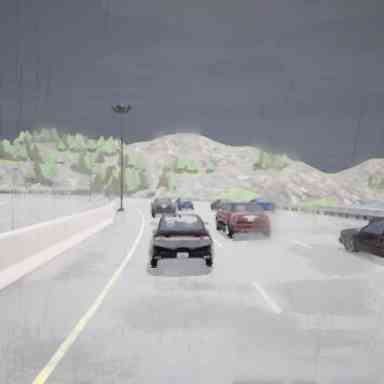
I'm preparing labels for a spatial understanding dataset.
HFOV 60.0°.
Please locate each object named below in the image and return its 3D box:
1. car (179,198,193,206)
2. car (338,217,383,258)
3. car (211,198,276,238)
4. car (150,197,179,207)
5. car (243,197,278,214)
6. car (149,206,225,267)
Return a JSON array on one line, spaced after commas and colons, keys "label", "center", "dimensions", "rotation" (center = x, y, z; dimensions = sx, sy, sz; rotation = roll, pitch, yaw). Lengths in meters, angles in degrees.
[{"label": "car", "center": [-1.037, 1.418, 39.931], "dimensions": [1.812, 1.442, 4.674], "rotation": [0, 0, -12]}, {"label": "car", "center": [6.665, 1.507, 10.385], "dimensions": [2.033, 1.411, 5.357], "rotation": [0, 0, -3]}, {"label": "car", "center": [2.552, 1.299, 17.650], "dimensions": [2.097, 1.767, 4.553], "rotation": [0, 0, -5]}, {"label": "car", "center": [-2.754, 1.273, 30.558], "dimensions": [2.097, 1.767, 4.553], "rotation": [0, 0, -10]}, {"label": "car", "center": [7.105, 1.369, 35.061], "dimensions": [1.882, 1.535, 5.008], "rotation": [0, 0, -10]}, {"label": "car", "center": [-0.412, 1.461, 11.273], "dimensions": [2.128, 1.511, 4.902], "rotation": [0, 0, -4]}]
